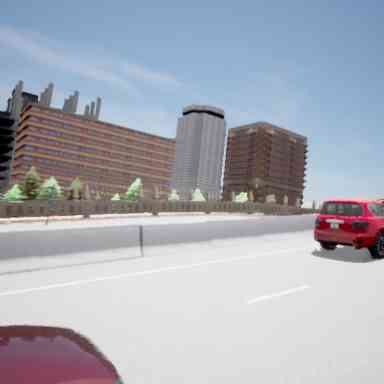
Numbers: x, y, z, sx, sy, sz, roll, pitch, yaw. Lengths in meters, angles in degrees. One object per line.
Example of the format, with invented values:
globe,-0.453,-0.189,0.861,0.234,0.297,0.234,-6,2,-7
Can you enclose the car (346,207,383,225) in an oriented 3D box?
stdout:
car,21.133,2.965,40.552,4.553,1.767,2.097,8,-5,-35

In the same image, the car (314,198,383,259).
car,7.150,1.278,13.153,5.566,2.045,2.150,0,0,-36

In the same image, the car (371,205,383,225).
car,22.601,2.751,37.309,5.566,2.045,2.150,7,-4,-35

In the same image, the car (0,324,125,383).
car,-2.444,1.560,2.003,4.181,1.385,1.994,0,0,-36
